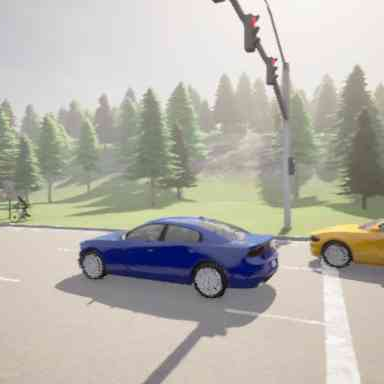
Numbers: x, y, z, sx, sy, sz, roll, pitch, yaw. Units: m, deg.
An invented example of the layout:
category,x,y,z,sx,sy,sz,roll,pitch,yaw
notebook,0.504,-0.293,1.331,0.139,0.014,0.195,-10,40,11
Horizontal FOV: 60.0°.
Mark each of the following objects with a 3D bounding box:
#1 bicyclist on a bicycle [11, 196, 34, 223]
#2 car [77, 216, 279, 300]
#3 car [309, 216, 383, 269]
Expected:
category,x,y,z,sx,sy,sz,roll,pitch,yaw
bicyclist on a bicycle,-10.524,1.065,20.629,0.582,1.620,1.656,0,0,23
car,-0.519,1.326,7.975,5.008,1.535,1.882,0,1,28
car,5.586,1.221,8.440,5.008,1.535,1.882,0,1,36
